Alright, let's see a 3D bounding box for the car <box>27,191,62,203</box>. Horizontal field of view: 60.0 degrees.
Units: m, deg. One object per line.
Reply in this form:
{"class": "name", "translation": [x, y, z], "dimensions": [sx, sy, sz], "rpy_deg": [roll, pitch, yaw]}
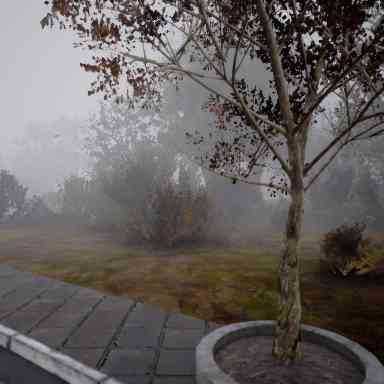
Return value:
{"class": "car", "translation": [-18.335, 0.941, 41.832], "dimensions": [2.150, 2.045, 5.566], "rpy_deg": [1, 0, 32]}
